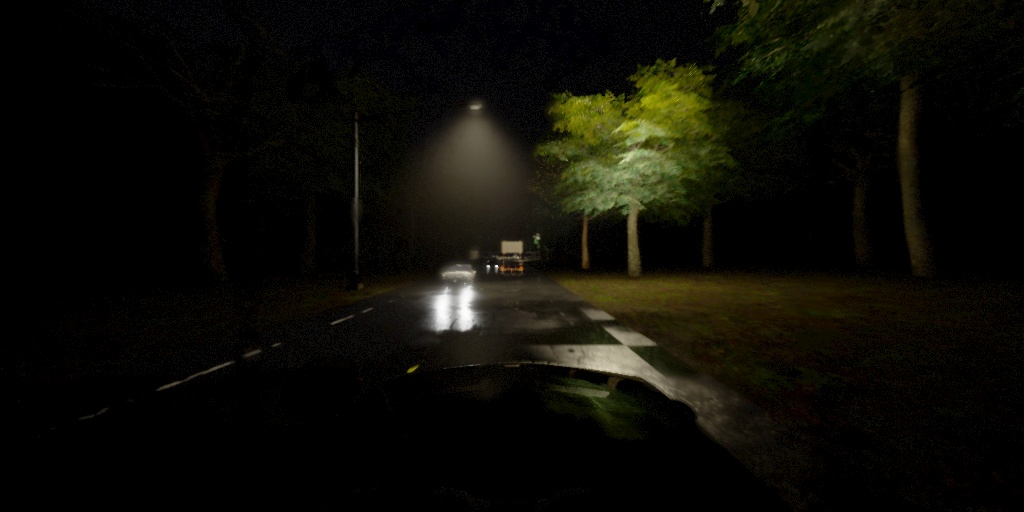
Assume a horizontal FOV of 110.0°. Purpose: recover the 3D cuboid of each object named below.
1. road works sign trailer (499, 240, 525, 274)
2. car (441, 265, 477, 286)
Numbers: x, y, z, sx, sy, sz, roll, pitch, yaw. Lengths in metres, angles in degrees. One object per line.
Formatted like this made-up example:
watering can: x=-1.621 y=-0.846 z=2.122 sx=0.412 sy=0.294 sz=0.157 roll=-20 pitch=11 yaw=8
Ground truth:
road works sign trailer: x=0.009 y=0.100 z=38.537 sx=2.380 sy=3.560 sz=2.880 roll=0 pitch=0 yaw=0
car: x=-3.583 y=1.290 z=24.850 sx=1.895 sy=1.301 sz=4.718 roll=0 pitch=0 yaw=0
